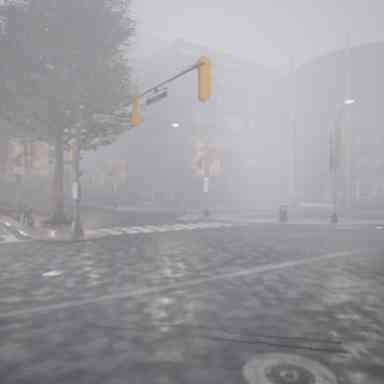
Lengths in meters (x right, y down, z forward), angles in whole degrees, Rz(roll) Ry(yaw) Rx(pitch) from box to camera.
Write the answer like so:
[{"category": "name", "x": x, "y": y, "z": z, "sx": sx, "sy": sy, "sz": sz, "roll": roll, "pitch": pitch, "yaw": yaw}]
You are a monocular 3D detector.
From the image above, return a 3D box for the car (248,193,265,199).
[{"category": "car", "x": 16.112, "y": 1.280, "z": 83.292, "sx": 2.435, "sy": 2.045, "sz": 5.566, "roll": 0, "pitch": 0, "yaw": -36}]

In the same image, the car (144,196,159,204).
[{"category": "car", "x": -8.052, "y": 1.541, "z": 65.338, "sx": 2.161, "sy": 1.482, "sz": 4.786, "roll": 0, "pitch": 0, "yaw": -36}]

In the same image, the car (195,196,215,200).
[{"category": "car", "x": 2.427, "y": 1.465, "z": 57.858, "sx": 2.002, "sy": 1.452, "sz": 4.674, "roll": 0, "pitch": 0, "yaw": -36}]

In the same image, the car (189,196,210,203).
[{"category": "car", "x": 1.598, "y": 1.639, "z": 71.789, "sx": 1.895, "sy": 1.301, "sz": 4.718, "roll": 0, "pitch": 0, "yaw": -36}]
